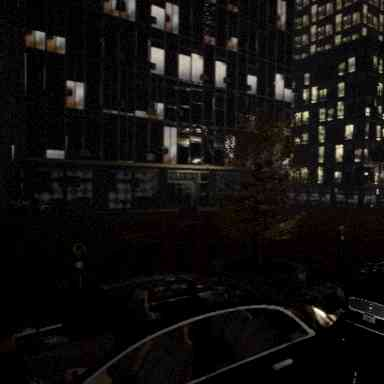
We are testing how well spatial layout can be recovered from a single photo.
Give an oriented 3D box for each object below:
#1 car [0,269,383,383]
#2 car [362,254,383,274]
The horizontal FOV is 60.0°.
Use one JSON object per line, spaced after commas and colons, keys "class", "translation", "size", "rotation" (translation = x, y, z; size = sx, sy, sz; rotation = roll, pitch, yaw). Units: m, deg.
{"class": "car", "translation": [-0.441, 1.456, 2.691], "size": [4.403, 1.369, 2.008], "rotation": [1, 1, -33]}
{"class": "car", "translation": [4.270, 1.535, 5.761], "size": [4.403, 1.369, 2.008], "rotation": [1, 1, -33]}
